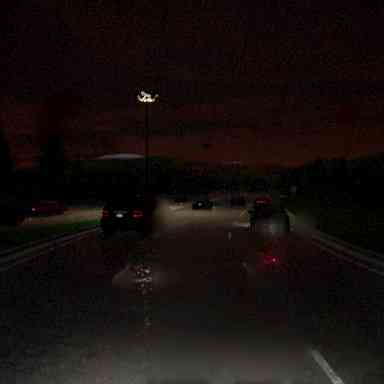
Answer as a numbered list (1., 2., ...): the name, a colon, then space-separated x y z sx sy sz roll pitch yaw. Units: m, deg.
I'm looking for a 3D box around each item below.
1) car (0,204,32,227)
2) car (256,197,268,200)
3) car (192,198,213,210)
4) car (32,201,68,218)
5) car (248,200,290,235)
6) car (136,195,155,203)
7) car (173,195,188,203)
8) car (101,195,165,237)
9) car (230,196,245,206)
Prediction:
1. car: -12.161 1.399 19.370 1.882 1.535 5.008 0 0 19
2. car: 8.599 1.323 40.850 2.128 1.511 4.902 0 0 12
3. car: 1.333 1.399 40.298 1.994 1.385 4.181 0 0 12
4. car: -13.049 1.483 29.112 1.895 1.301 4.718 0 0 13
5. car: 4.182 1.430 18.226 1.837 1.490 4.892 0 0 8
6. car: -8.989 1.293 64.572 2.033 1.411 5.357 0 0 12
7. car: -2.140 1.329 63.127 1.994 1.385 4.181 0 0 12
8. car: -2.954 1.149 17.776 2.150 2.045 5.566 0 0 7
9. car: 6.848 1.275 49.540 1.882 1.535 5.008 0 0 12
